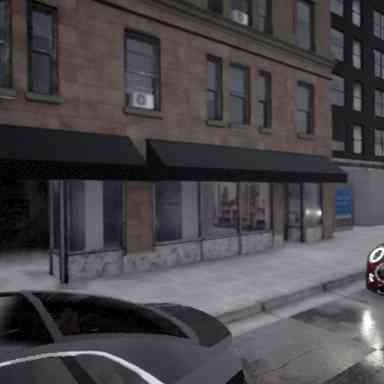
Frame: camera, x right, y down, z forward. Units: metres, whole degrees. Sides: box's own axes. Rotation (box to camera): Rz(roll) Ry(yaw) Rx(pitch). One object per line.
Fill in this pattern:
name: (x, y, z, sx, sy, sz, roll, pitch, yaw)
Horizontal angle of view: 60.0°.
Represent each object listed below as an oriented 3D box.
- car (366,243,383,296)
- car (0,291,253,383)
car: (5.773, 1.254, 7.280, 4.553, 1.767, 2.097, -1, 0, -36)
car: (-1.794, 1.529, 1.765, 4.892, 1.490, 1.837, -1, 0, -36)
